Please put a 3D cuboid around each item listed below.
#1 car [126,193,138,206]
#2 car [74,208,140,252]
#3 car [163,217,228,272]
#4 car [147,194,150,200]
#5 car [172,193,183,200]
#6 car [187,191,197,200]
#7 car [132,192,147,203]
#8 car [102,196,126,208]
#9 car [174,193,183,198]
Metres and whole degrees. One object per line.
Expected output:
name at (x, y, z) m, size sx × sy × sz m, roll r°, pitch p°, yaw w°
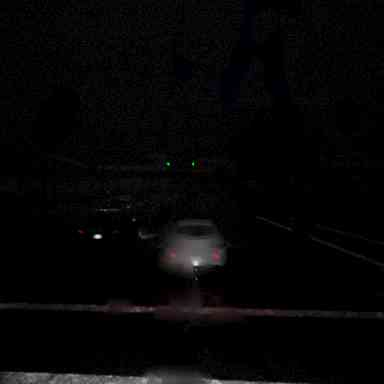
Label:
car at (-10.554, 1.344, 53.599) m, size 1.882 × 1.535 × 5.008 m, roll 0°, pitch 1°, yaw 1°
car at (-3.404, 1.589, 14.006) m, size 1.994 × 1.385 × 4.181 m, roll 0°, pitch 0°, yaw 0°
car at (0.096, 1.546, 10.749) m, size 1.812 × 1.442 × 4.674 m, roll 0°, pitch 0°, yaw 0°
car at (-10.516, 1.088, 74.048) m, size 2.033 × 1.411 × 5.357 m, roll 0°, pitch 1°, yaw 0°
car at (-3.516, 1.036, 76.017) m, size 1.812 × 1.442 × 4.674 m, roll 0°, pitch 1°, yaw 0°
car at (-0.016, 0.751, 75.276) m, size 2.150 × 2.045 × 5.566 m, roll 0°, pitch 1°, yaw 0°
car at (-10.513, 0.952, 63.635) m, size 2.150 × 2.045 × 5.566 m, roll 0°, pitch 1°, yaw 0°
car at (-10.597, 1.520, 44.528) m, size 1.994 × 1.385 × 4.181 m, roll 0°, pitch 1°, yaw 0°
car at (-3.518, 0.874, 86.319) m, size 1.994 × 1.385 × 4.181 m, roll 0°, pitch 1°, yaw 0°
